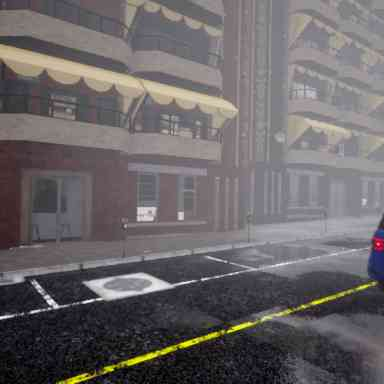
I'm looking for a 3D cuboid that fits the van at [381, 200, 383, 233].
[{"bbox_3d":[12.475,1.359,18.679,3.998,1.788,1.690,0,1,-35],"label":"van"}]

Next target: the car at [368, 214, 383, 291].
[{"bbox_3d":[6.263,1.227,7.626,5.566,2.045,2.150,0,0,-35],"label":"car"}]
